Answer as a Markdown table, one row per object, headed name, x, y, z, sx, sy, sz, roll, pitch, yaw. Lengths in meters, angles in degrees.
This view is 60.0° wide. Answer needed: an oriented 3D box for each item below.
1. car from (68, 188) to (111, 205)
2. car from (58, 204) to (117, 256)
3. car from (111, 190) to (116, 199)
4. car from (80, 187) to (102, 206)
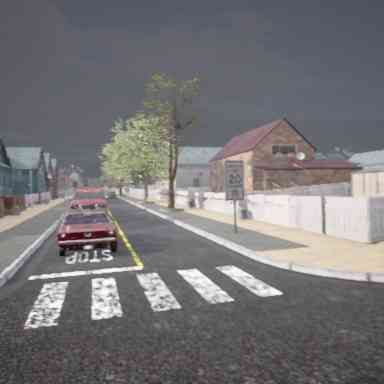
| name | x | y | z | sx | sy | sz | roll | pitch | yaw |
| --- | --- | --- | --- | --- | --- | --- | --- | --- | --- |
| car | -6.739 | 0.835 | 21.765 | 2.150 | 2.045 | 5.566 | -2 | 1 | -16 |
| car | -3.916 | 1.372 | 12.440 | 1.895 | 1.301 | 4.718 | -2 | 1 | -18 |
| car | -13.663 | 0.454 | 55.390 | 2.128 | 1.511 | 4.902 | -2 | 1 | -17 |
| car | -12.541 | 0.493 | 41.513 | 2.150 | 2.045 | 5.566 | -2 | 1 | -12 |
